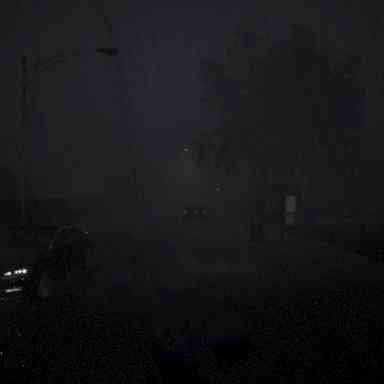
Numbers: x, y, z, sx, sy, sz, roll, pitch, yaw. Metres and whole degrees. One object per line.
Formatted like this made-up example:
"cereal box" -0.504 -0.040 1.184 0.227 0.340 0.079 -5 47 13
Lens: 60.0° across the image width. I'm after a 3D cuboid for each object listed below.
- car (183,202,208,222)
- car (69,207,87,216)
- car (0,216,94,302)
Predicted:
"car" 0.317 1.690 29.678 2.097 1.767 4.553 0 -1 1
"car" -12.597 1.697 30.641 5.357 1.415 2.033 0 -1 3
"car" -4.018 1.590 8.621 2.128 1.511 4.902 0 -1 1
